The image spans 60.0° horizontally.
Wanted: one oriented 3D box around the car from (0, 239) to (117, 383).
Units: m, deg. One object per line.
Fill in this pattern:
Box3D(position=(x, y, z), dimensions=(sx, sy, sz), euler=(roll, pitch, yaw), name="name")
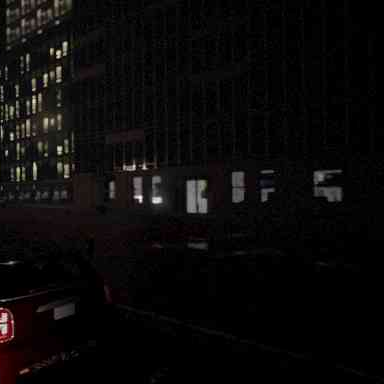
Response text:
Box3D(position=(-3.098, 1.444, 5.073), dimensions=(4.097, 1.590, 1.967), euler=(0, -1, 35), name="car")
